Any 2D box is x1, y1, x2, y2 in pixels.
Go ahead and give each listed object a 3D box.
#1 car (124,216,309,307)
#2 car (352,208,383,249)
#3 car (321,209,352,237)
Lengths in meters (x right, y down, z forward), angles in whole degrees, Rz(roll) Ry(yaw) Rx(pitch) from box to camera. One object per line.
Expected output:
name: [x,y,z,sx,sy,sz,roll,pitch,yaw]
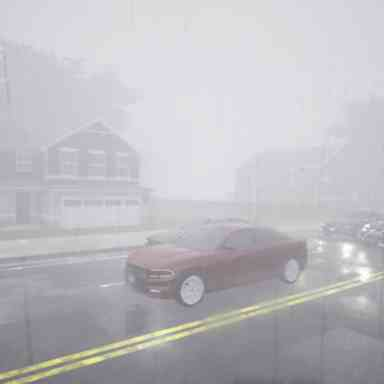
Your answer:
car: [0.801,1.526,8.242,5.008,1.535,1.882,1,0,-35]
car: [9.220,1.493,14.248,4.553,1.767,2.097,1,0,-35]
car: [9.016,1.666,18.094,4.892,1.490,1.837,1,0,-35]
